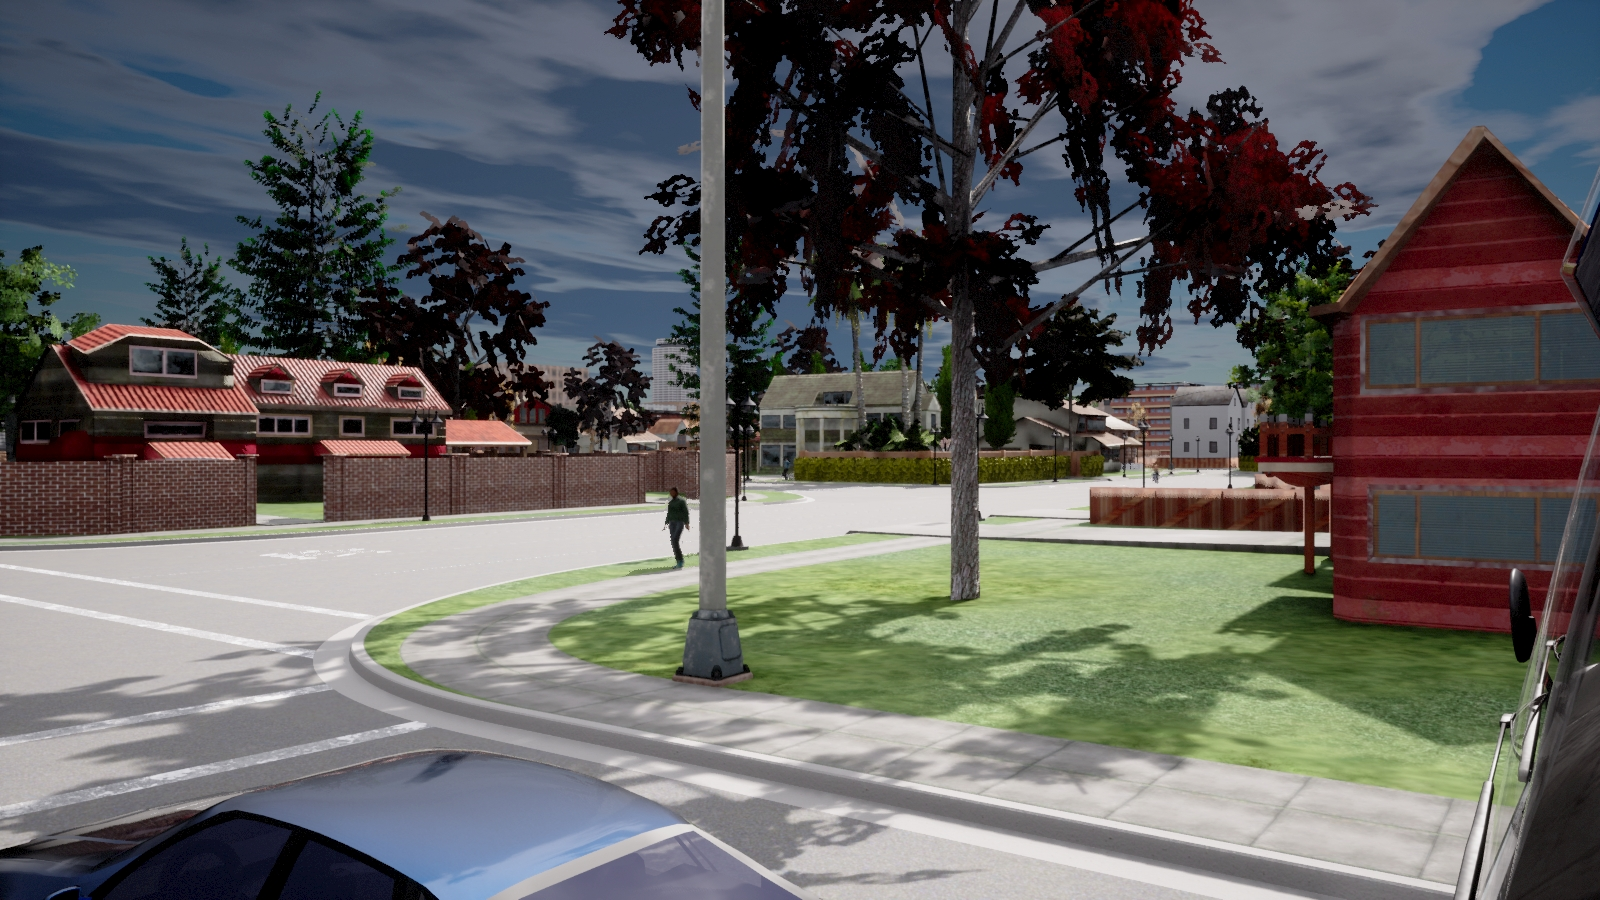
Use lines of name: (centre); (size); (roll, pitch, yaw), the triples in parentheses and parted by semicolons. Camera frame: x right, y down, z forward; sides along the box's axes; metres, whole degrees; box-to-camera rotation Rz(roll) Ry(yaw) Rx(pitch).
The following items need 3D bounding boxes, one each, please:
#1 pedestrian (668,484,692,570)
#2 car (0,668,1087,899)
pedestrian: (-2.679, 1.704, 25.433); (0.375, 1.860, 0.375); (0, 0, 35)
car: (-1.713, 2.106, 4.943); (5.357, 1.411, 2.033); (0, 0, 36)
